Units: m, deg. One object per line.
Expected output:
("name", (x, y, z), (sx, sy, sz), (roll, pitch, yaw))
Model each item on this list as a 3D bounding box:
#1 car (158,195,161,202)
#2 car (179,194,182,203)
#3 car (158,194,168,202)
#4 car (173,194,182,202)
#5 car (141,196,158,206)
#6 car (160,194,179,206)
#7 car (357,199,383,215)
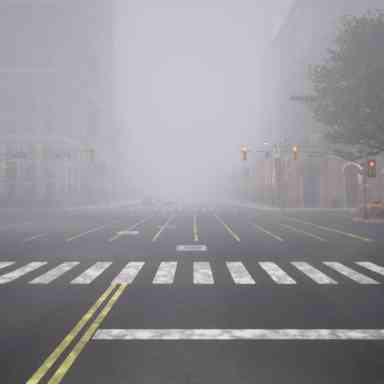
("car", (-7.057, 1.472, 68.319), (1.882, 1.535, 5.008), (0, 0, 1))
("car", (-3.551, 1.596, 68.708), (1.895, 1.301, 4.718), (0, 0, 1))
("car", (-6.952, 1.347, 79.780), (2.097, 1.767, 4.553), (0, 0, 0))
("car", (-3.454, 1.348, 79.620), (2.097, 1.767, 4.553), (0, 0, 0))
("car", (-7.183, 1.501, 55.182), (1.837, 1.490, 4.892), (0, 0, 0))
("car", (-3.683, 1.473, 55.423), (1.882, 1.535, 5.008), (0, 0, 0))
("car", (19.015, 1.475, 32.887), (5.008, 1.535, 1.882), (0, 0, 0))
